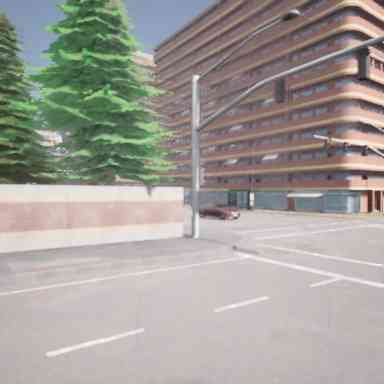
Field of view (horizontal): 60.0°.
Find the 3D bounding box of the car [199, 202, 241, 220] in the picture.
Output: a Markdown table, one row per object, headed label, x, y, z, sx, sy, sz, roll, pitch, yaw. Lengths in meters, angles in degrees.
| label | x | y | z | sx | sy | sz | roll | pitch | yaw |
| --- | --- | --- | --- | --- | --- | --- | --- | --- | --- |
| car | 2.321 | 1.682 | 29.908 | 1.812 | 1.442 | 4.674 | 0 | 0 | -36 |
